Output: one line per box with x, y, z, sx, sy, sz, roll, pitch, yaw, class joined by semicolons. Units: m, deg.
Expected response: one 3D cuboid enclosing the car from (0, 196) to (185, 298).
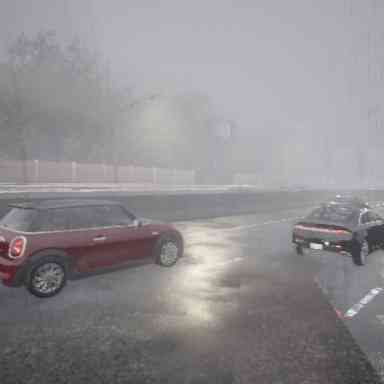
-2.232;0.963;7.828;2.097;1.767;4.553;4;3;42;car

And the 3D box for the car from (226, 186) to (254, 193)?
7.215;-0.222;49.756;1.895;1.301;4.718;4;3;42;car

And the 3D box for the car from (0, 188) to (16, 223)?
-10.669;0.619;14.444;2.128;1.511;4.902;4;3;42;car

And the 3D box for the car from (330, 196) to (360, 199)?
9.809;0.936;21.124;2.033;1.411;5.357;4;3;42;car

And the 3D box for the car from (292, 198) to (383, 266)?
4.895;1.179;10.494;2.128;1.511;4.902;4;3;42;car

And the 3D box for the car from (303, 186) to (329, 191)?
17.717;0.161;45.704;2.033;1.411;5.357;4;3;43;car

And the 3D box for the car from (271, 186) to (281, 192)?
14.094;-0.232;52.098;1.837;1.490;4.892;4;3;43;car

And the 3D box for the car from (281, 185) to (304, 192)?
15.347;-0.199;48.279;2.097;1.767;4.553;4;3;43;car
